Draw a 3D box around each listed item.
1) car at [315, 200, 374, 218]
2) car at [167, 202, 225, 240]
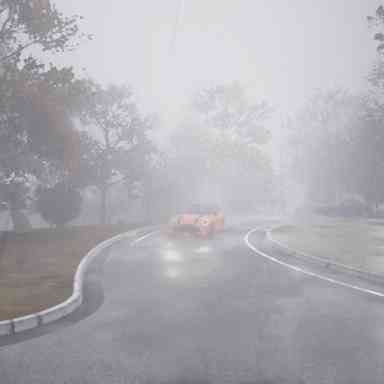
[{"bbox_3d":[13.495,1.456,29.623,5.008,1.535,1.882,0,-1,-5],"label":"car"},{"bbox_3d":[0.325,1.346,16.945,2.097,1.767,4.553,0,0,15],"label":"car"}]
